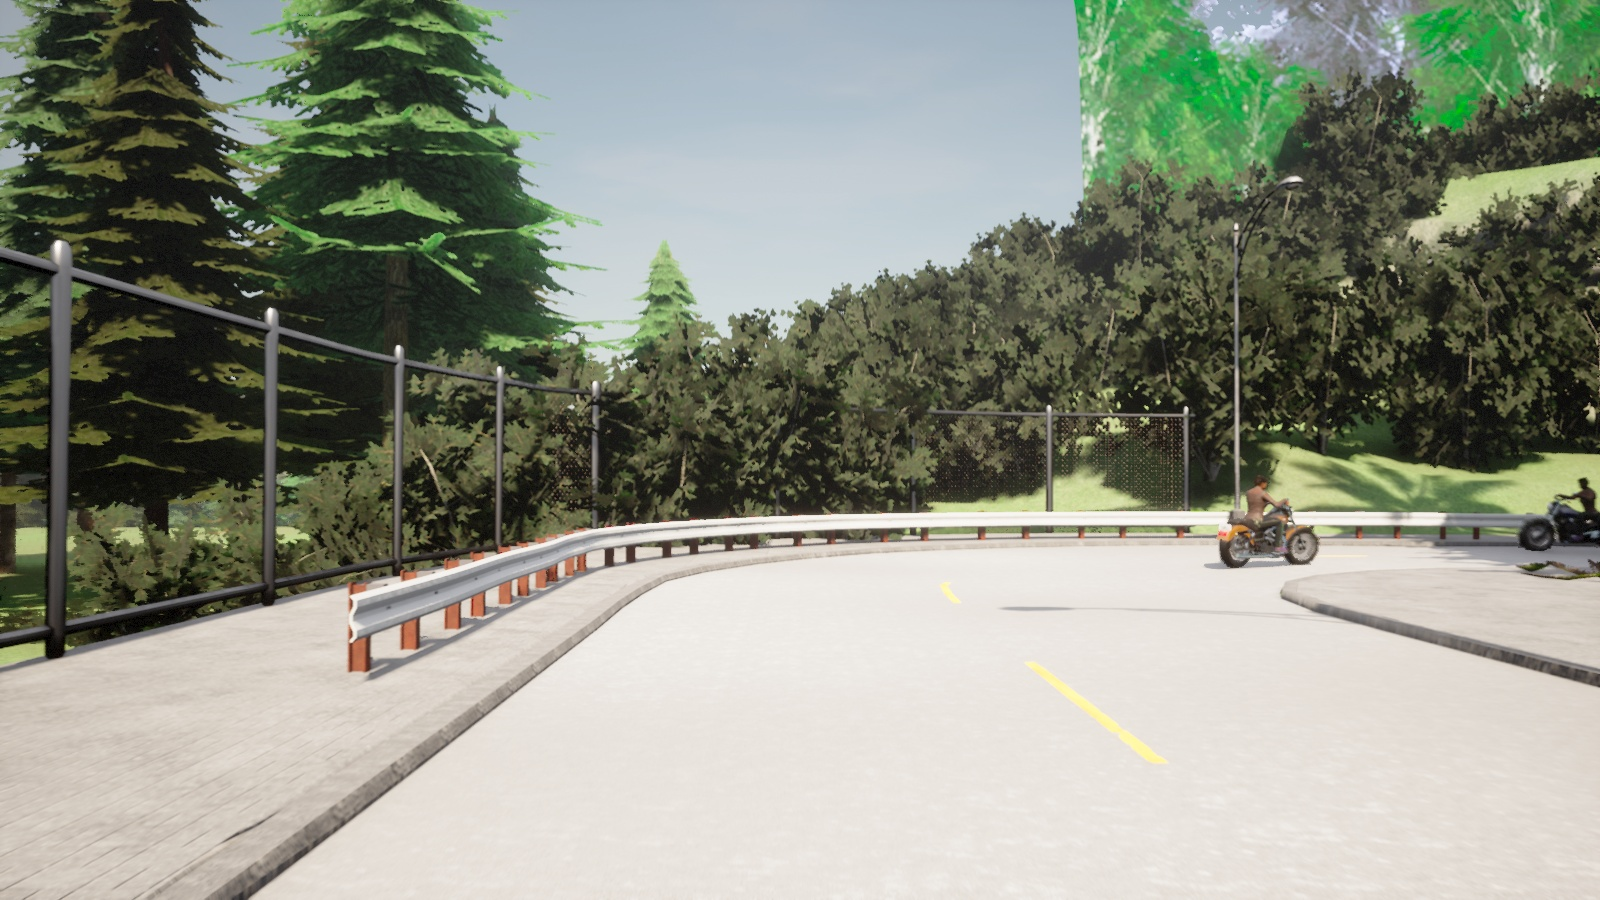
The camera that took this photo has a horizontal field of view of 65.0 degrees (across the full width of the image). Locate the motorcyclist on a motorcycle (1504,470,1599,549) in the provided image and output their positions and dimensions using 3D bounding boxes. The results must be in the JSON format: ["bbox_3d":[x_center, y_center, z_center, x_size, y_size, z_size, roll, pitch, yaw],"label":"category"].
[{"bbox_3d":[16.486,1.264,26.900,2.350,1.649,0.766,0,-1,0],"label":"motorcyclist on a motorcycle"}]

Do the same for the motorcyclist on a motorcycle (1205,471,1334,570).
[{"bbox_3d":[8.255,1.198,22.058,2.350,1.649,0.766,1,0,-29],"label":"motorcyclist on a motorcycle"}]
